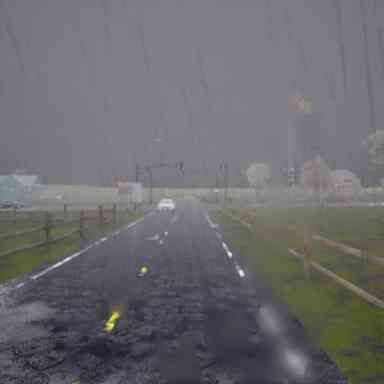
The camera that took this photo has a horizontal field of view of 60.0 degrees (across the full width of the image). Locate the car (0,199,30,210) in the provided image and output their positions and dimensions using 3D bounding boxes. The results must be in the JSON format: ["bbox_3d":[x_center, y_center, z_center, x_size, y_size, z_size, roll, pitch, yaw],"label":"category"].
[{"bbox_3d":[-27.081,1.917,50.164,4.892,1.490,1.837,1,1,0],"label":"car"}]

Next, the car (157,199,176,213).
[{"bbox_3d":[-2.768,1.510,36.736,1.812,1.442,4.674,0,0,0],"label":"car"}]
